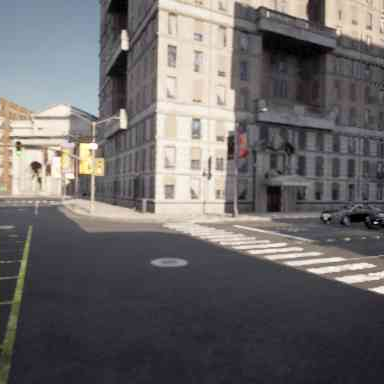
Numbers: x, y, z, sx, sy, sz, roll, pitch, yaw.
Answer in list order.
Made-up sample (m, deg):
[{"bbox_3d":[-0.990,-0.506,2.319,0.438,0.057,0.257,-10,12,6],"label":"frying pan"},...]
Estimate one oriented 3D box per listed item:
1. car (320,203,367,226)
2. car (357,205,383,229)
[{"bbox_3d":[11.421,1.567,23.905,4.902,1.511,2.128,1,0,-25],"label":"car"},{"bbox_3d":[12.774,1.681,20.676,4.181,1.385,1.994,1,0,-25],"label":"car"}]
